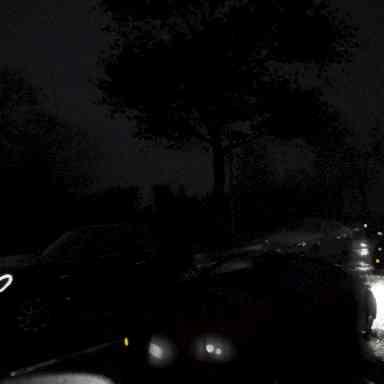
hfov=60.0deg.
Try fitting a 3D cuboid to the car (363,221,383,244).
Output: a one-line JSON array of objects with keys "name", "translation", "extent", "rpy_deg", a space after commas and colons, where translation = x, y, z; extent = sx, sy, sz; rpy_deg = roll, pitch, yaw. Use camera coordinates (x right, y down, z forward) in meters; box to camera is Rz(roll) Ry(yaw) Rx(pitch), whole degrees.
[{"name": "car", "translation": [7.416, 1.743, 10.656], "extent": [4.181, 1.385, 1.994], "rpy_deg": [1, -2, -43]}]

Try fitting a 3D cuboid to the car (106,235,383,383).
[{"name": "car", "translation": [1.105, 1.650, 5.101], "extent": [4.181, 1.385, 1.994], "rpy_deg": [1, -1, -40]}]

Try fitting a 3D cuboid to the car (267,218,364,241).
[{"name": "car", "translation": [4.665, 1.757, 12.863], "extent": [4.674, 1.442, 1.812], "rpy_deg": [1, -2, -43]}]

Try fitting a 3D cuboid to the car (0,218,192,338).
[{"name": "car", "translation": [-2.072, 1.489, 7.037], "extent": [4.553, 1.767, 2.097], "rpy_deg": [0, -1, -39]}]

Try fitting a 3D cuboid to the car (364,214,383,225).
[{"name": "car", "translation": [11.810, 2.015, 19.914], "extent": [1.895, 1.301, 4.718], "rpy_deg": [-1, -2, 43]}]
